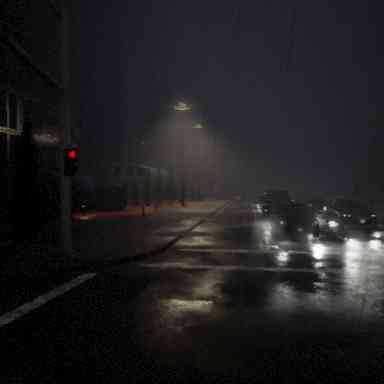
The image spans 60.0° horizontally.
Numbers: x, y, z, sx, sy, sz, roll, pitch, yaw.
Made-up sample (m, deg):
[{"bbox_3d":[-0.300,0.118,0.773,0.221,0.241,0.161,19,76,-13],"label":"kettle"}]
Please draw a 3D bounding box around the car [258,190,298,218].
[{"bbox_3d":[6.543,0.842,25.881,2.150,2.045,5.566,0,1,10],"label":"car"}]

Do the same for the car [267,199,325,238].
[{"bbox_3d":[4.905,1.277,16.317,1.812,1.442,4.674,0,1,9],"label":"car"}]

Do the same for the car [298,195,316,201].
[{"bbox_3d":[10.522,1.155,28.358,1.895,1.301,4.718,0,1,10],"label":"car"}]

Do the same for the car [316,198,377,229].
[{"bbox_3d":[8.941,1.172,19.141,2.128,1.511,4.902,0,1,9],"label":"car"}]

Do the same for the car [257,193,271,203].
[{"bbox_3d":[10.503,0.908,48.710,1.895,1.301,4.718,0,1,10],"label":"car"}]

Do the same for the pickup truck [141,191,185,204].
[{"bbox_3d":[-3.598,0.553,43.947,2.390,2.098,6.274,0,1,40],"label":"pickup truck"}]
